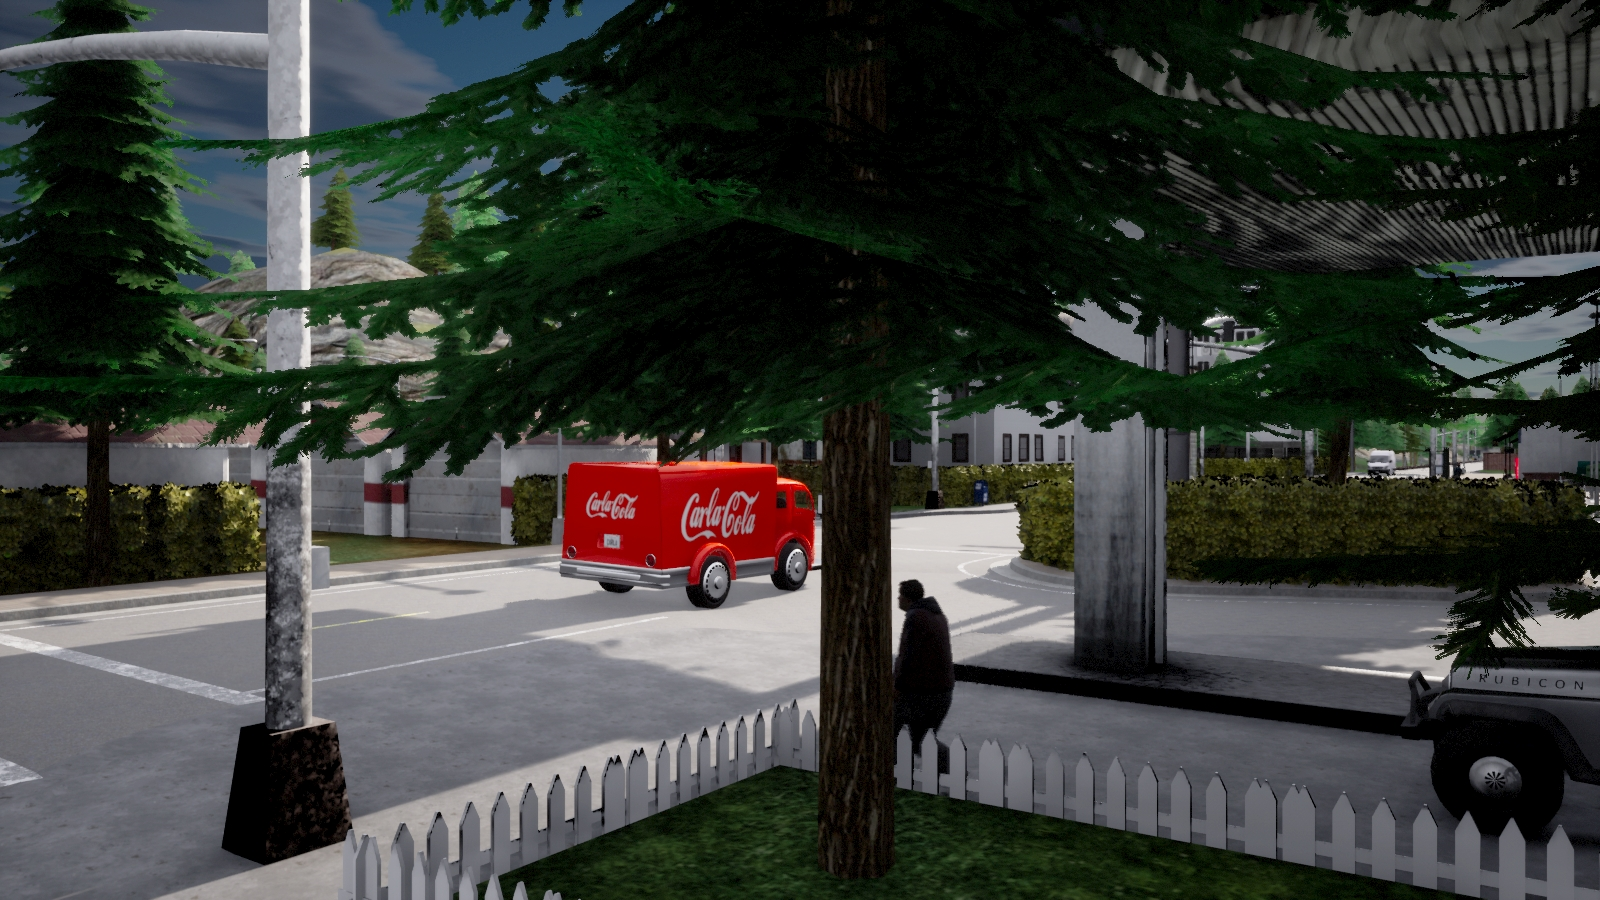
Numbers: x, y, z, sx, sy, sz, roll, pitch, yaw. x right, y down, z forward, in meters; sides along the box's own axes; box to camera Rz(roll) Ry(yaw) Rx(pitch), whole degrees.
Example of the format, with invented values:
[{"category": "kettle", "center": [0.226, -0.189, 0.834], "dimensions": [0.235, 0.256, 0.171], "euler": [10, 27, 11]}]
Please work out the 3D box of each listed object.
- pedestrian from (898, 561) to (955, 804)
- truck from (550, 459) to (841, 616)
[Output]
[{"category": "pedestrian", "center": [1.017, 1.844, 9.188], "dimensions": [0.375, 1.860, 0.375], "euler": [0, 0, 20]}, {"category": "truck", "center": [-1.780, 1.450, 21.356], "dimensions": [2.627, 2.467, 5.204], "euler": [2, 0, 35]}]
